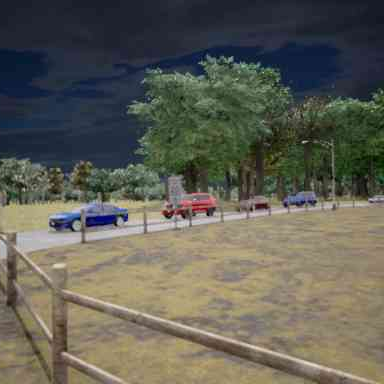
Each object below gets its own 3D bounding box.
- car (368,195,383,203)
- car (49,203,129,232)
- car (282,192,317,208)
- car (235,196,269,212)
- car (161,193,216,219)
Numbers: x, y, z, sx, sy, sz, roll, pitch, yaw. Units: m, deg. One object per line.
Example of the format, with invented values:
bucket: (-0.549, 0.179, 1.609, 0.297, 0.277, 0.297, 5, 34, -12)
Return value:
car: (28.579, 1.123, 49.851, 4.718, 1.301, 1.895, 0, -1, -30)
car: (-6.085, 1.445, 20.064, 1.882, 1.535, 5.008, -2, -1, 36)
car: (13.993, 0.988, 43.032, 5.566, 2.045, 2.150, -1, -1, -41)
car: (6.563, 1.199, 35.888, 2.097, 1.767, 4.553, -2, -1, 43)
car: (-0.145, 1.138, 28.069, 2.150, 2.045, 5.566, -2, -1, 38)
